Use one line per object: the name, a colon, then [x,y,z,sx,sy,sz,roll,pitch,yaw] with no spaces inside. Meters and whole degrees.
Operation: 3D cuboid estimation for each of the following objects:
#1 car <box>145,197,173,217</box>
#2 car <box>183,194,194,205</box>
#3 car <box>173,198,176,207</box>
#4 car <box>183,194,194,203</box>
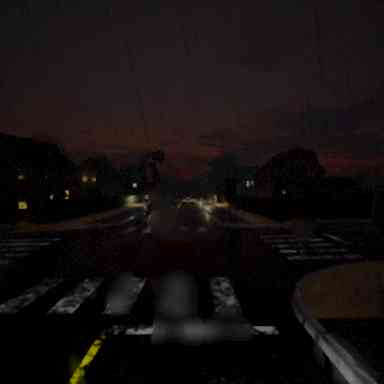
car: [-3.075,1.434,30.429,2.033,1.411,5.357,0,0,-1]
car: [-0.647,1.489,57.068,1.895,1.301,4.718,0,0,-1]
car: [-3.340,1.438,48.538,1.994,1.385,4.181,0,0,-1]
car: [-0.824,1.270,67.036,2.097,1.767,4.553,0,0,-2]
